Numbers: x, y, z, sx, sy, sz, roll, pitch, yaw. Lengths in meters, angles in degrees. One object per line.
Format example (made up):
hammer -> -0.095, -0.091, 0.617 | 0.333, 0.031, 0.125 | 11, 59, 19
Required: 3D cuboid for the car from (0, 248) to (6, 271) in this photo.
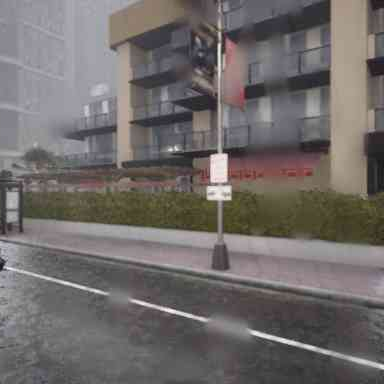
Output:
car -> -7.221, 1.570, 9.149 | 5.357, 1.411, 2.033 | 0, 0, 35
